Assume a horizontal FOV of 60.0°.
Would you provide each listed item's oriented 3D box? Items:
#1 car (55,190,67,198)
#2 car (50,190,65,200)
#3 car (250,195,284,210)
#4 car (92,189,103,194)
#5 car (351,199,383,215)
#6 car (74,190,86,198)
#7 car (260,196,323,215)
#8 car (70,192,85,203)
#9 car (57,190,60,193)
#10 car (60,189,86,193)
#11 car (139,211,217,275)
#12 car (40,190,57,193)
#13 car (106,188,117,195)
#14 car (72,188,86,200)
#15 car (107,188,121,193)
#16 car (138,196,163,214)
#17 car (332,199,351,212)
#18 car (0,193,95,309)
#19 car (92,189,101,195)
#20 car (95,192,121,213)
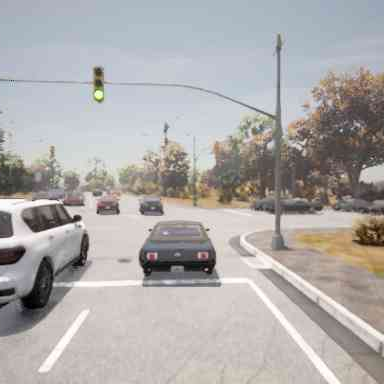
[{"bbox_3d":[-25.881,0.345,65.999,1.994,1.385,4.181,0,1,-18],"label":"car"},{"bbox_3d":[-22.826,0.436,56.558,1.882,1.535,5.008,0,1,-18],"label":"car"},{"bbox_3d":[7.935,1.069,31.881,4.892,1.490,1.837,1,1,-15],"label":"car"},{"bbox_3d":[-19.543,0.201,69.145,1.882,1.535,5.008,0,1,-18],"label":"car"},{"bbox_3d":[17.995,1.435,30.883,5.357,1.411,2.033,2,1,-15],"label":"car"},{"bbox_3d":[-22.199,0.313,65.987,2.128,1.511,4.902,0,1,-18],"label":"car"},{"bbox_3d":[8.650,1.232,28.455,4.718,1.301,1.895,1,1,-15],"label":"car"},{"bbox_3d":[-16.125,0.737,46.928,1.895,1.301,4.718,0,1,-17],"label":"car"},{"bbox_3d":[-19.848,0.700,47.135,1.994,1.385,4.181,0,1,-17],"label":"car"},{"bbox_3d":[-13.554,0.667,38.308,2.097,1.767,4.553,0,1,-16],"label":"car"},{"bbox_3d":[-0.377,1.497,10.118,1.895,1.301,4.718,0,1,-1],"label":"car"},{"bbox_3d":[-17.300,0.817,38.603,1.837,1.490,4.892,0,1,-16],"label":"car"},{"bbox_3d":[-19.391,-0.197,80.086,2.097,1.767,4.553,0,1,-17],"label":"car"},{"bbox_3d":[-19.093,0.307,56.388,2.097,1.767,4.553,0,1,-18],"label":"car"},{"bbox_3d":[-16.331,0.049,70.586,2.097,1.767,4.553,0,1,-18],"label":"car"},{"bbox_3d":[-3.562,1.042,28.337,1.812,1.442,4.674,0,1,-13],"label":"car"},{"bbox_3d":[16.560,1.360,34.112,4.181,1.385,1.994,2,1,-13],"label":"car"},{"bbox_3d":[-4.002,1.163,7.765,2.150,2.045,5.566,0,1,-5],"label":"car"},{"bbox_3d":[-22.734,-0.027,79.055,1.837,1.490,4.892,0,1,-17],"label":"car"},{"bbox_3d":[-7.331,1.029,29.112,1.812,1.442,4.674,0,1,-13],"label":"car"}]
